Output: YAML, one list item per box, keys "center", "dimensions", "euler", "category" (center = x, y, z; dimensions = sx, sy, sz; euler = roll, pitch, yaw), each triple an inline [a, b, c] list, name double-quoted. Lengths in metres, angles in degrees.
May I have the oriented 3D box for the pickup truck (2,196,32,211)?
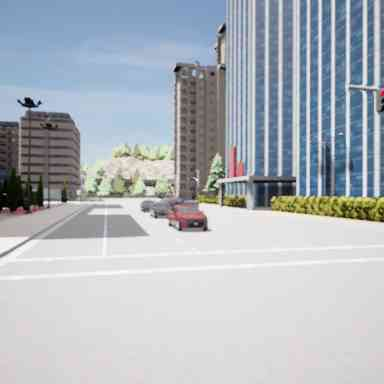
- center: [-21.756, 1.216, 38.971]
  dimensions: [2.390, 2.098, 6.274]
  euler: [0, 0, 16]
  category: "pickup truck"

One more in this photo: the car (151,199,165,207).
- center: [-6.058, 1.965, 58.844]
  dimensions: [1.895, 1.301, 4.718]
  euler: [0, 0, -14]
  category: "car"

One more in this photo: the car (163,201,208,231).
- center: [-0.373, 1.622, 21.946]
  dimensions: [1.882, 1.535, 5.008]
  euler: [0, 0, -14]
  category: "car"

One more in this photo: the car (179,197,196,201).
- center: [-0.200, 1.882, 50.264]
  dimensions: [2.033, 1.411, 5.357]
  euler: [0, 0, -14]
  category: "car"

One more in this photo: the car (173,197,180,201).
- center: [-3.462, 1.815, 48.874]
  dimensions: [1.837, 1.490, 4.892]
  euler: [0, 0, -14]
  category: "car"

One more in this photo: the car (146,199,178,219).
- center: [-2.933, 1.705, 32.011]
  dimensions: [1.837, 1.490, 4.892]
  euler: [0, 0, -14]
  category: "car"

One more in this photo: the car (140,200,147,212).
- center: [-5.487, 1.760, 42.102]
  dimensions: [1.837, 1.490, 4.892]
  euler: [0, 0, -14]
  category: "car"

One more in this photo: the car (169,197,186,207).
- center: [-2.650, 1.737, 59.650]
  dimensions: [2.097, 1.767, 4.553]
  euler: [0, 0, -14]
  category: "car"
